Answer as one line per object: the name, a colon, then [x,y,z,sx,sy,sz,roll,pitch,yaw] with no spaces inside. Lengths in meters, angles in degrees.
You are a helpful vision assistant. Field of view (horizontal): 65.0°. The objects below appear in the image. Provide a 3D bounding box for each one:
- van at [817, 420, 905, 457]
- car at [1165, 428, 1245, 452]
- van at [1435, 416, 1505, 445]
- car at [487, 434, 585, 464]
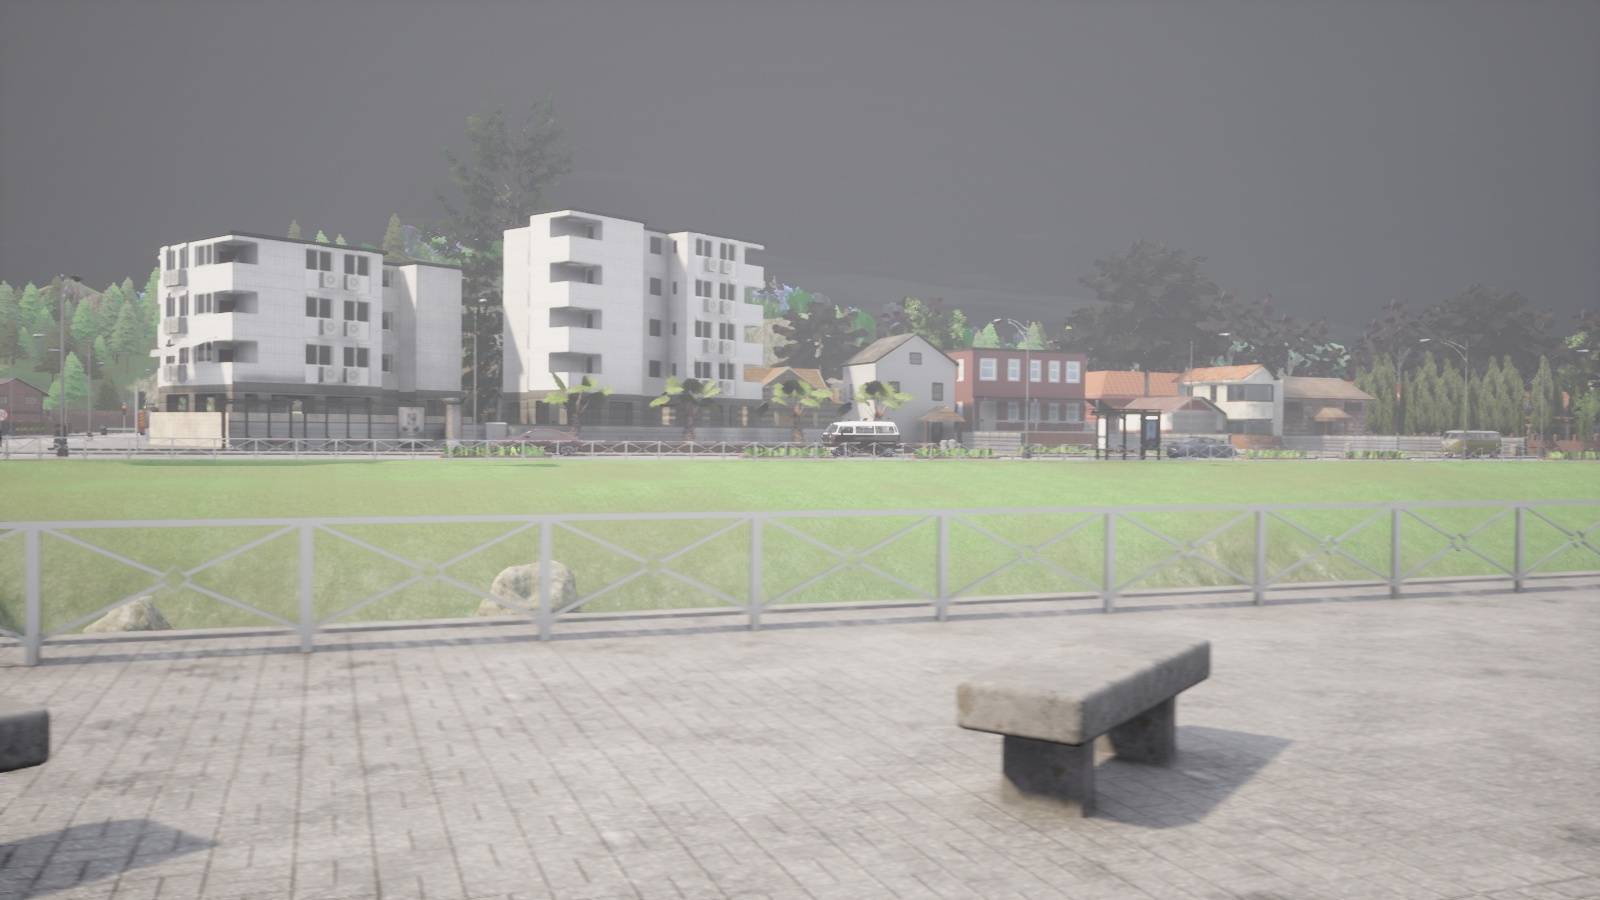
van: [3.445,-0.673,71.089,4.480,2.038,2.069,-1,1,-21]
car: [24.051,-0.613,74.633,4.181,1.385,1.994,-1,1,-21]
van: [46.676,-1.378,87.492,4.442,1.987,1.775,-1,1,-21]
car: [-13.600,-0.081,64.626,4.674,1.442,1.812,-1,1,-21]
